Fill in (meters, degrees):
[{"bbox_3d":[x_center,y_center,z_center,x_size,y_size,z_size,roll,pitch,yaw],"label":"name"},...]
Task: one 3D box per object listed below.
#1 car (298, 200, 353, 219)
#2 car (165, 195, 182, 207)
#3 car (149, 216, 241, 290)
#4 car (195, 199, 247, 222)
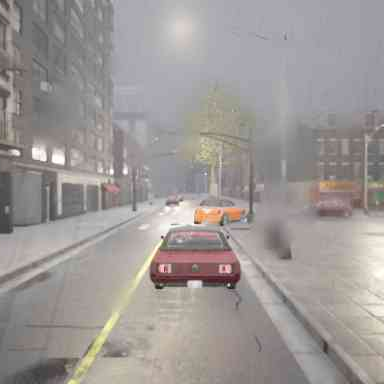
[{"bbox_3d":[10.946,1.386,27.598,4.097,1.590,1.967,0,0,0],"label":"car"},{"bbox_3d":[-2.801,1.387,48.185,1.895,1.301,4.718,0,0,0],"label":"car"},{"bbox_3d":[0.081,1.558,8.920,1.895,1.301,4.718,0,0,0],"label":"car"},{"bbox_3d":[2.030,1.253,22.566,2.097,1.767,4.553,1,0,30],"label":"car"}]
